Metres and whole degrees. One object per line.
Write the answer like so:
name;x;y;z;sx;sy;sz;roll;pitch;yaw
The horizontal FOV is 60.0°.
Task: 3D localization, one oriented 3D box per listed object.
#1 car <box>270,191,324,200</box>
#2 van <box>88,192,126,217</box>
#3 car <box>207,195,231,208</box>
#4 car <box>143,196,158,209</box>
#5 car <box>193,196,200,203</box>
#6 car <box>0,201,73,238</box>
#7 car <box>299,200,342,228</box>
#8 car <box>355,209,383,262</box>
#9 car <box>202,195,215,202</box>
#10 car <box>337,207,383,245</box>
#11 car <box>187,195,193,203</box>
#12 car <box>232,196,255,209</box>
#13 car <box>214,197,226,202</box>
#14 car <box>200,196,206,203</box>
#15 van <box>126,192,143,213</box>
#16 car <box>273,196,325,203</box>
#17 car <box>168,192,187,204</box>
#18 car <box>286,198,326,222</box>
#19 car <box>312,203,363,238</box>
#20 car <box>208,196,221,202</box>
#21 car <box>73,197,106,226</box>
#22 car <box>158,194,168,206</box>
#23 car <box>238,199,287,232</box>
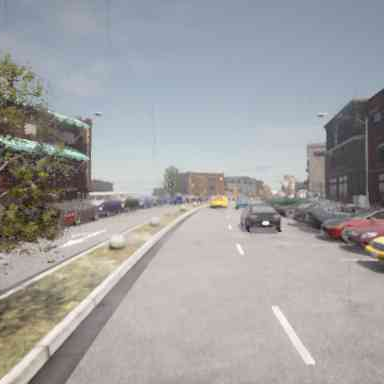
car;9.661;0.935;31.109;5.566;2.045;2.435;0;0;7
van;-7.335;1.025;27.742;1.878;1.987;4.442;0;0;7
car;3.411;1.170;41.247;1.882;1.535;5.008;0;0;9
car;-5.902;1.229;38.860;2.002;1.452;4.674;0;0;9
car;-0.481;1.424;66.147;2.231;1.521;4.892;0;-1;15
car;-8.277;1.360;16.832;2.097;1.535;5.008;0;1;4
car;8.424;1.364;17.382;4.792;1.488;2.163;0;1;4
car;7.784;1.411;9.215;5.366;1.575;1.946;0;1;2
car;4.134;1.626;82.162;2.185;1.767;4.553;0;-1;19
car;8.086;1.430;11.934;4.674;1.452;2.002;0;1;3
car;-1.804;1.206;60.672;2.185;1.767;4.553;0;-1;14
car;6.219;1.233;39.987;2.033;1.411;5.357;0;0;9
car;7.767;2.008;92.615;2.002;1.452;4.674;0;-1;21
car;0.910;1.569;71.386;2.002;1.452;4.674;0;-1;16
van;-6.697;0.983;33.244;1.878;1.987;4.442;0;0;8
car;9.056;1.266;25.679;4.792;1.488;2.163;0;1;6
car;-3.022;1.010;55.197;2.435;2.045;5.566;0;-1;13
car;8.587;1.305;20.110;4.892;1.521;2.231;0;1;5
car;8.196;1.393;14.663;4.792;1.488;2.163;0;1;4
car;5.891;1.860;87.396;2.097;1.535;5.008;0;-1;20
car;-7.865;1.337;22.310;2.163;1.488;4.792;0;1;6
car;-5.043;1.231;44.336;2.002;1.452;4.674;0;0;10
car;3.843;1.369;18.951;1.812;1.442;4.674;0;1;4
